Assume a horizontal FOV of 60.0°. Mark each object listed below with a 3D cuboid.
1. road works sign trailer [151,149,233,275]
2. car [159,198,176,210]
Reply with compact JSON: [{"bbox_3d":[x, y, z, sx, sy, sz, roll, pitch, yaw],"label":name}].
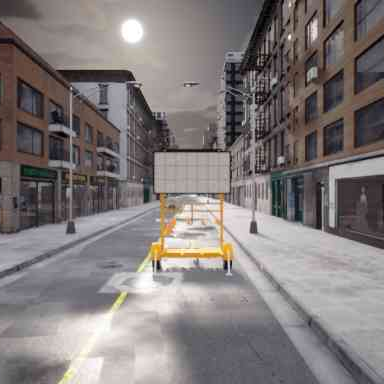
[{"bbox_3d":[0.004,0.466,10.393,2.380,3.560,2.880,0,0,0],"label":"road works sign trailer"},{"bbox_3d":[-3.081,1.530,42.716,2.128,1.511,4.902,0,0,0],"label":"car"}]
